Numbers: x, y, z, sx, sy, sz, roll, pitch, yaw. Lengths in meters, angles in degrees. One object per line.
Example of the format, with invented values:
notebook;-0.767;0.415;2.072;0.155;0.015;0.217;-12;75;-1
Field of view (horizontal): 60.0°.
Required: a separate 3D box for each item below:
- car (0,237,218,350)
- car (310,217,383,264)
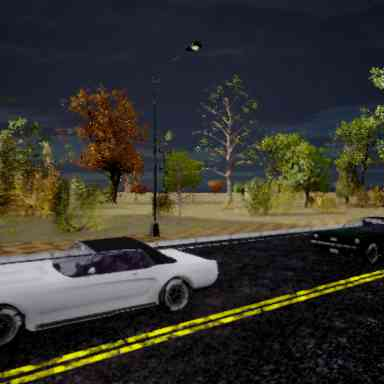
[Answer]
car;-1.909;1.593;6.255;4.718;1.301;1.895;0;0;-32
car;6.409;1.578;11.903;4.718;1.301;1.895;0;0;-33
